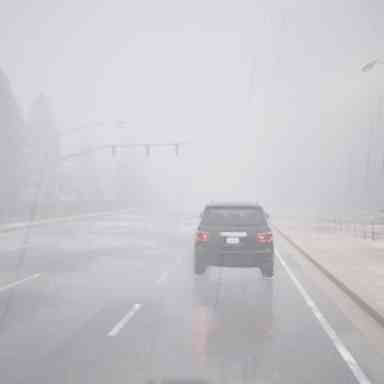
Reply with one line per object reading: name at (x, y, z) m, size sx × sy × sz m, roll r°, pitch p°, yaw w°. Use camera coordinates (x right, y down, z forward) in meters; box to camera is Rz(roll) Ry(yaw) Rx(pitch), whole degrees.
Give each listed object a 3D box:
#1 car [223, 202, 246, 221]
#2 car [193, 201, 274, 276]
car at (3.932, 1.720, 30.378) m, size 1.882 × 1.535 × 5.008 m, roll 1°, pitch -1°, yaw 8°
car at (1.352, 1.305, 10.867) m, size 2.150 × 2.045 × 5.566 m, roll 0°, pitch 0°, yaw 7°
